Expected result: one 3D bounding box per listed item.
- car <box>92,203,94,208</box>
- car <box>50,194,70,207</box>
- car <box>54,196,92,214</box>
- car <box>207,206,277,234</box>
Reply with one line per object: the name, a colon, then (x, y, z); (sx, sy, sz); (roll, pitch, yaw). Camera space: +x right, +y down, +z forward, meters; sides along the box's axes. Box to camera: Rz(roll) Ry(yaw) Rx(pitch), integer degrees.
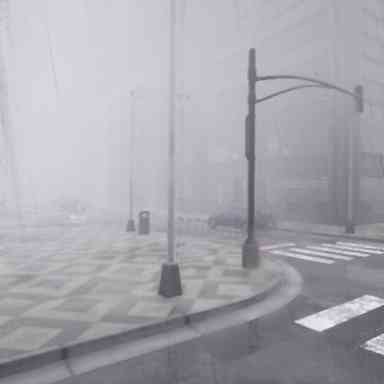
car: (-14.595, 1.613, 43.804); (2.033, 1.411, 5.357); (1, -1, -35)
car: (-20.620, 1.299, 52.129); (2.150, 2.045, 5.566); (1, -1, -36)
car: (-13.032, 1.516, 36.253); (2.128, 1.511, 4.902); (1, -1, -35)
car: (2.828, 1.557, 19.433); (1.812, 1.442, 4.674); (1, 0, -36)
